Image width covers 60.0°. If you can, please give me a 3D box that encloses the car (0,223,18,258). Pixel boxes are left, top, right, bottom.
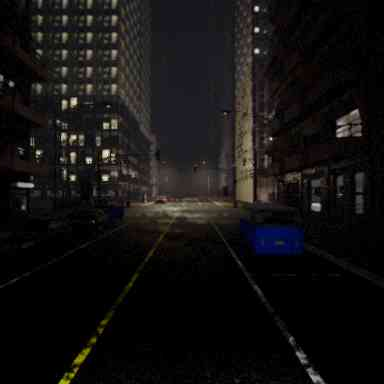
[{"bbox_3d":[-5.644,1.545,6.513,2.008,1.369,4.403,1,0,0],"label":"car"}]

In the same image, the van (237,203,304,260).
[{"bbox_3d":[2.706,1.331,12.108,1.690,1.788,3.998,1,0,0],"label":"van"}]

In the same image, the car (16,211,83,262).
[{"bbox_3d":[-5.645,1.572,12.054,1.802,1.307,4.206,1,0,0],"label":"car"}]

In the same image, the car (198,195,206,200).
[{"bbox_3d":[2.693,1.488,89.147,1.947,1.339,4.313,1,0,0],"label":"car"}]

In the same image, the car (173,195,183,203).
[{"bbox_3d":[-3.009,1.463,70.180,1.812,1.442,4.674,0,0,0],"label":"car"}]

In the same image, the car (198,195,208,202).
[{"bbox_3d":[2.694,1.518,72.414,1.802,1.307,4.206,1,0,0],"label":"car"}]

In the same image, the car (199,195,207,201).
[{"bbox_3d":[2.695,1.452,83.740,1.752,1.417,4.829,1,0,0],"label":"car"}]

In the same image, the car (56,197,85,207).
[{"bbox_3d":[-16.497,1.458,45.780,4.097,1.590,1.967,0,-1,0],"label":"car"}]

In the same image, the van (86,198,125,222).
[{"bbox_3d":[-5.812,1.321,23.135,1.690,1.788,3.998,1,0,0],"label":"van"}]

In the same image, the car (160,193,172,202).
[{"bbox_3d":[-5.680,1.252,72.351,2.192,1.841,5.009,1,0,0],"label":"car"}]

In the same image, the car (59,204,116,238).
[{"bbox_3d":[-5.646,1.551,17.594,1.947,1.339,4.313,1,0,0],"label":"car"}]

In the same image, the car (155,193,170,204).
[{"bbox_3d":[-5.681,1.386,61.201,1.967,1.590,4.097,1,0,0],"label":"car"}]
